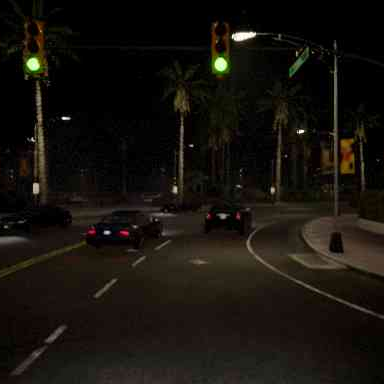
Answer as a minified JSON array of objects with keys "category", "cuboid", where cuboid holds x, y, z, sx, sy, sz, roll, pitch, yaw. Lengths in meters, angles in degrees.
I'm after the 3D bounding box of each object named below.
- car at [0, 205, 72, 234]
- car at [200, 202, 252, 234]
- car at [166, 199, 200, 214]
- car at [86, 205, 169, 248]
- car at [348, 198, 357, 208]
[{"category":"car","cuboid":[-8.832,1.500,19.195,1.812,1.442,4.674,0,0,16]},{"category":"car","cuboid":[2.216,1.326,19.214,2.097,1.767,4.553,0,0,17]},{"category":"car","cuboid":[-1.089,1.500,35.869,2.033,1.411,5.357,0,0,35]},{"category":"car","cuboid":[-2.720,1.526,14.563,2.033,1.411,5.357,0,0,8]},{"category":"car","cuboid":[23.937,1.502,46.444,4.181,1.385,1.994,0,0,-23]}]
